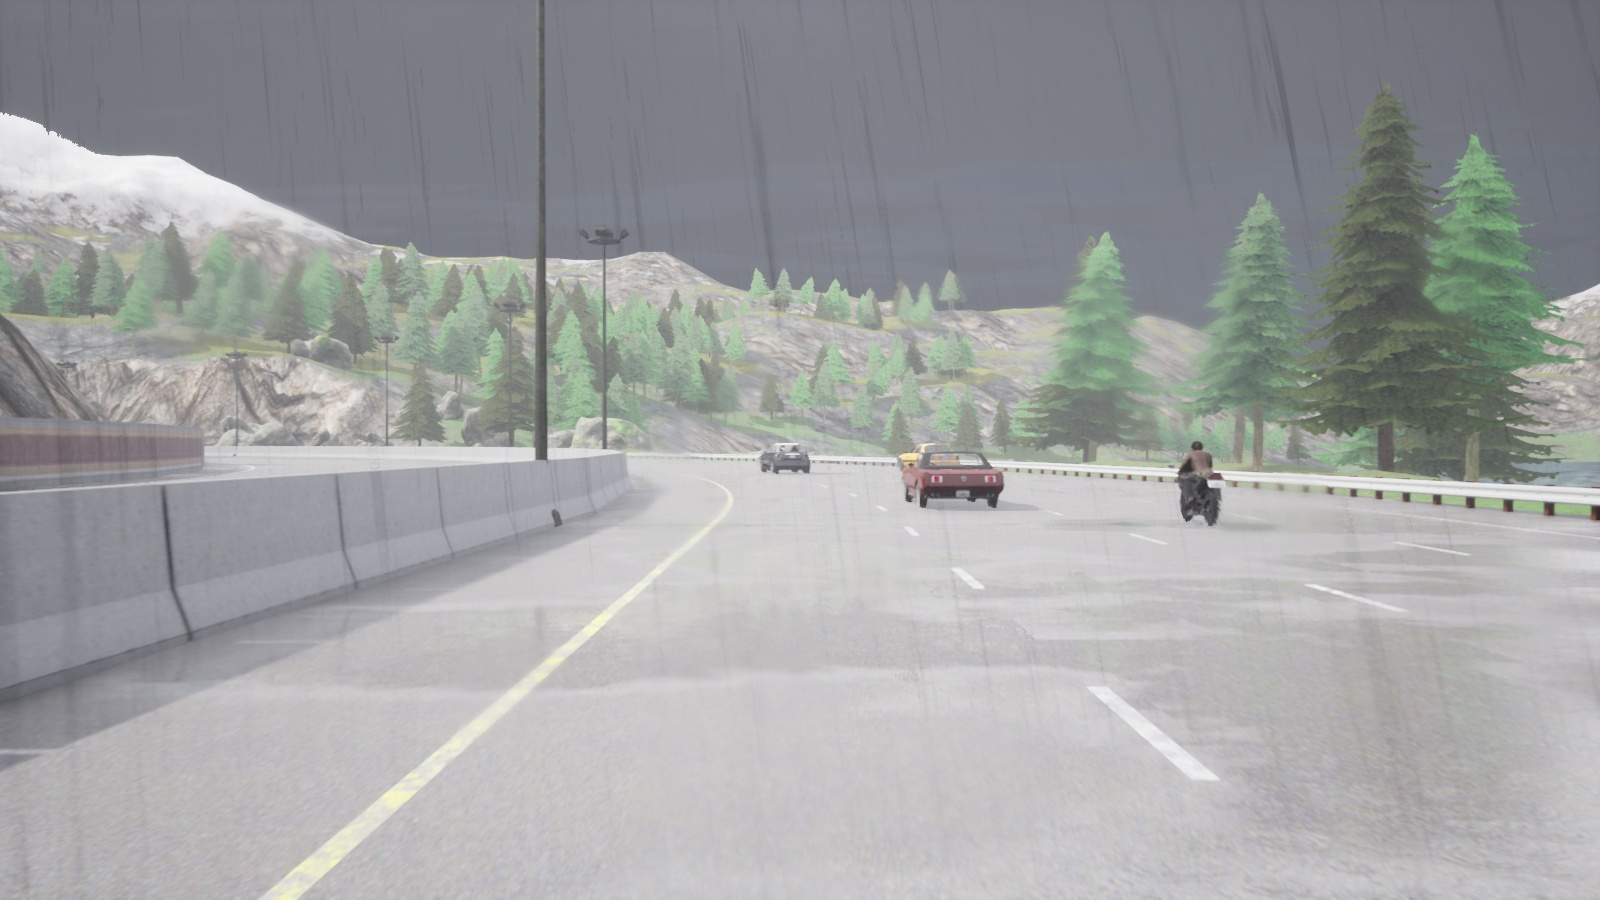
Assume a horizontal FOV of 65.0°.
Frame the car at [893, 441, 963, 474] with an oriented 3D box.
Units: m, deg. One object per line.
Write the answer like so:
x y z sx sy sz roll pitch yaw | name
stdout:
6.293 0.340 62.225 1.801 1.575 5.366 0 0 -13 | car

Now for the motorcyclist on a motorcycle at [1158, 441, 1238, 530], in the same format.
7.144 0.607 22.628 0.797 1.523 2.044 0 0 0 | motorcyclist on a motorcycle

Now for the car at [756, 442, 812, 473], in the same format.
-0.839 0.362 61.887 1.970 1.475 3.806 0 0 -14 | car

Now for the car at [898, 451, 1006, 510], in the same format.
3.561 0.679 30.332 1.895 1.301 4.718 0 0 -2 | car
